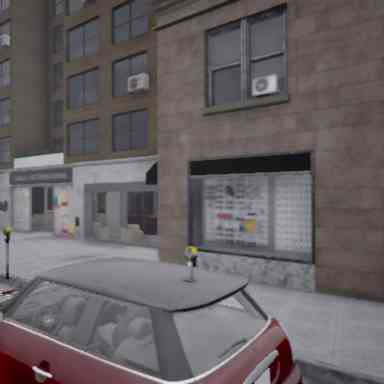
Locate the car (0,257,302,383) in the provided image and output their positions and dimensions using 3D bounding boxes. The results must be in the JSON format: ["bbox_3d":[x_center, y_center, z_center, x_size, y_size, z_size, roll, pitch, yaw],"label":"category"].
[{"bbox_3d":[-1.059,1.460,3.601,4.097,1.590,1.967,0,0,35],"label":"car"}]
